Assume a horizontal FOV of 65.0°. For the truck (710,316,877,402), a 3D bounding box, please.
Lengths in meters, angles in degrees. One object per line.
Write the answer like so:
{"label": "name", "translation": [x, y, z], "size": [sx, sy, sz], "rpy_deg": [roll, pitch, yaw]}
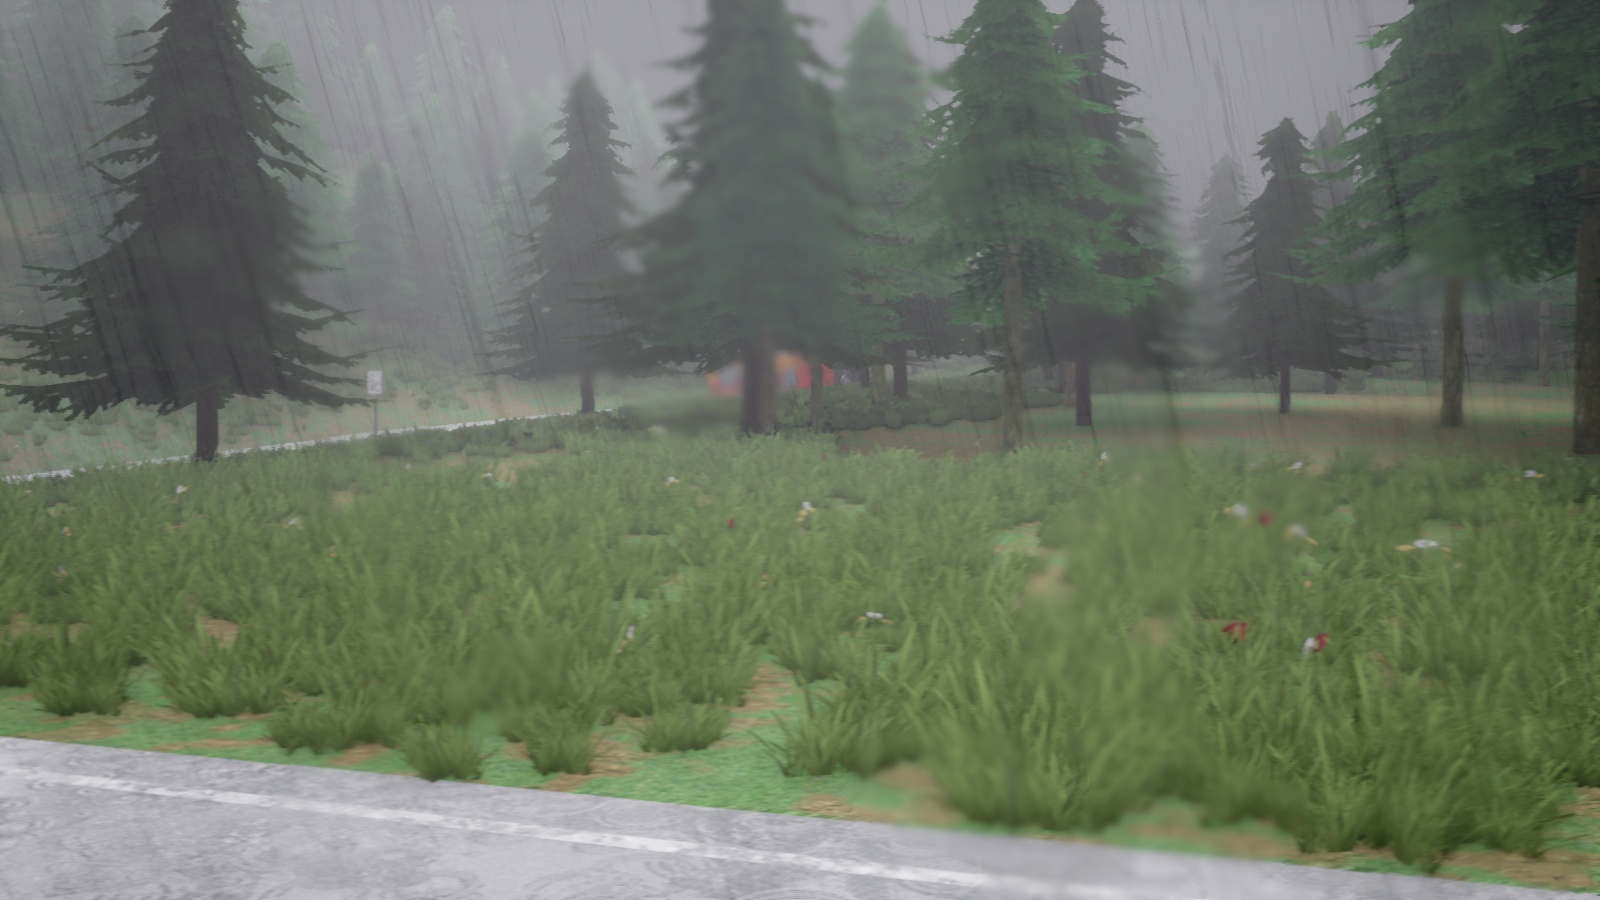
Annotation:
{"label": "truck", "translation": [-0.221, -4.669, 63.802], "size": [8.468, 3.827, 2.891], "rpy_deg": [-8, 5, -42]}
